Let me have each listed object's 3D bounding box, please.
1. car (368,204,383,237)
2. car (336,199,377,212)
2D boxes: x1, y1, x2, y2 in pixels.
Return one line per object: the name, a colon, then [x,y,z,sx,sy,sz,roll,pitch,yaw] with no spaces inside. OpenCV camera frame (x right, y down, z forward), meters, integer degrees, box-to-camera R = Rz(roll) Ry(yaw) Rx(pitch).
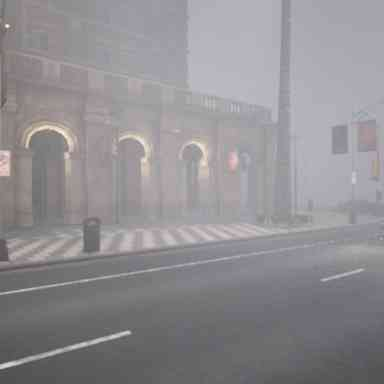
car: [10.924,1.447,15.989,4.902,1.511,2.128,0,0,-35]
car: [18.272,1.458,35.580,2.033,1.411,5.357,0,0,-34]
